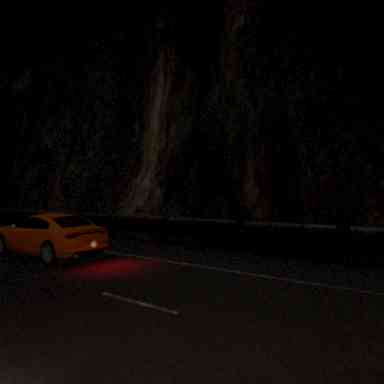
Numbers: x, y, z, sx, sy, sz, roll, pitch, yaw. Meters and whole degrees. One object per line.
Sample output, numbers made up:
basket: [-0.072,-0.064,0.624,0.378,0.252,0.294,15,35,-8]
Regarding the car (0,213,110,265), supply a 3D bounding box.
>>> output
car: [-5.123,1.505,11.940,5.008,1.535,1.882,0,0,35]
